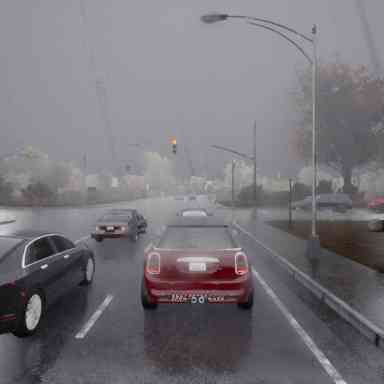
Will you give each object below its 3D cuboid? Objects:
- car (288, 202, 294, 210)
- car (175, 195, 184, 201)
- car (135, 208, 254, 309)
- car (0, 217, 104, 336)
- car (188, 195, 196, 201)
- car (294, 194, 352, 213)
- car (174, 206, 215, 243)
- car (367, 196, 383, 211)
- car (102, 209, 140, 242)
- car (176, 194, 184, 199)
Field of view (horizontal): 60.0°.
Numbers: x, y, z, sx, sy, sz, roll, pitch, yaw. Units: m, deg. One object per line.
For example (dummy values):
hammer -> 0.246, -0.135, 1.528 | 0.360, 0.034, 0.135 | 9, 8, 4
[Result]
car -> 14.020, 1.505, 39.913 | 4.892, 1.490, 1.837 | 0, 0, 3
car -> -3.424, 1.544, 85.290 | 1.994, 1.385, 4.181 | 0, 0, 0
car -> 0.106, 1.352, 8.049 | 2.097, 1.767, 4.553 | 0, 0, 0
car -> -3.393, 1.505, 6.636 | 1.837, 1.490, 4.892 | 0, 0, 0
car -> 0.074, 1.500, 84.967 | 1.837, 1.490, 4.892 | 0, 0, 0
car -> 14.496, 1.221, 36.377 | 5.566, 2.045, 2.150 | 0, 0, 3
car -> 0.114, 1.526, 17.089 | 1.812, 1.442, 4.674 | 0, 0, 0
car -> 23.854, 1.211, 39.372 | 5.566, 2.045, 2.150 | 0, 0, 3
car -> -3.388, 1.547, 16.294 | 2.033, 1.411, 5.357 | 0, 0, 0
car -> -3.376, 1.402, 95.317 | 1.994, 1.385, 4.181 | 0, 0, 1
